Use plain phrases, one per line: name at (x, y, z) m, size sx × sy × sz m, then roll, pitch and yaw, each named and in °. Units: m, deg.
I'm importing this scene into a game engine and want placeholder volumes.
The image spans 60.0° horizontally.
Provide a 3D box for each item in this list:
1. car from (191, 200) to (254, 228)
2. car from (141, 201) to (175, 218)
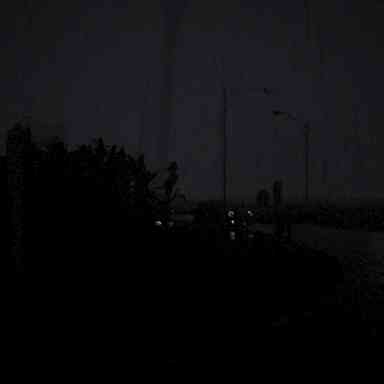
car at (1.930, 1.331, 21.968) m, size 2.097 × 1.767 × 4.553 m, roll 0°, pitch 0°, yaw -36°
car at (-3.642, 1.496, 29.742) m, size 2.033 × 1.411 × 5.357 m, roll 0°, pitch 0°, yaw -36°
